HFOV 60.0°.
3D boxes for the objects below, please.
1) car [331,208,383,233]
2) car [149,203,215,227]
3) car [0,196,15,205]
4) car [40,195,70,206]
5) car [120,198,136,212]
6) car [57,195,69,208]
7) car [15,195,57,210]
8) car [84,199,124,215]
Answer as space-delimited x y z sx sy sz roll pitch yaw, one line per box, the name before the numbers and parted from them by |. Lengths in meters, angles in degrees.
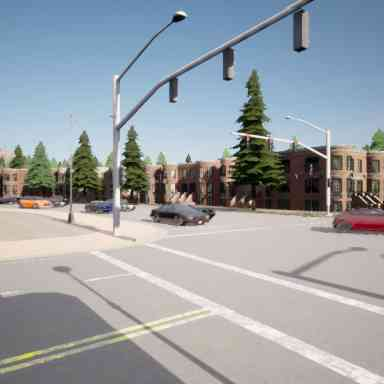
car | 9.964 1.564 18.374 4.181 1.385 1.994 0 0 24
car | -1.035 1.547 23.382 2.033 1.411 5.357 0 0 -36
car | -32.908 1.492 58.970 4.902 1.511 2.128 0 0 9
car | -23.225 1.352 56.500 4.553 1.767 2.097 0 0 21
car | -8.394 1.492 38.441 2.128 1.511 4.902 0 0 -44
car | -20.191 1.490 47.482 4.902 1.511 2.128 0 0 27
car | -20.474 1.352 43.641 4.553 1.767 2.097 0 0 28
car | -9.298 1.601 34.265 1.895 1.301 4.718 0 0 -41
